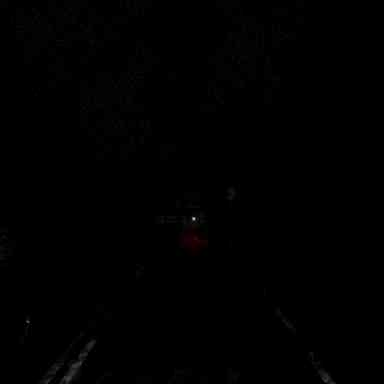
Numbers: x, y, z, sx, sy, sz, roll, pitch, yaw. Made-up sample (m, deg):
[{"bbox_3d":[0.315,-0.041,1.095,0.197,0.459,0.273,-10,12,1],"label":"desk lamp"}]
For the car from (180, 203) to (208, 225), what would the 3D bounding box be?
[{"bbox_3d":[0.138,1.634,25.509,1.837,1.490,4.892,0,-1,0],"label":"car"}]

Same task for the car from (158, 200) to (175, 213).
[{"bbox_3d":[-3.240,1.863,43.234,1.882,1.535,5.008,0,-1,0],"label":"car"}]

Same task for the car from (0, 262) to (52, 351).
[{"bbox_3d":[-3.346,1.547,3.461,2.033,1.411,5.357,0,0,0],"label":"car"}]
